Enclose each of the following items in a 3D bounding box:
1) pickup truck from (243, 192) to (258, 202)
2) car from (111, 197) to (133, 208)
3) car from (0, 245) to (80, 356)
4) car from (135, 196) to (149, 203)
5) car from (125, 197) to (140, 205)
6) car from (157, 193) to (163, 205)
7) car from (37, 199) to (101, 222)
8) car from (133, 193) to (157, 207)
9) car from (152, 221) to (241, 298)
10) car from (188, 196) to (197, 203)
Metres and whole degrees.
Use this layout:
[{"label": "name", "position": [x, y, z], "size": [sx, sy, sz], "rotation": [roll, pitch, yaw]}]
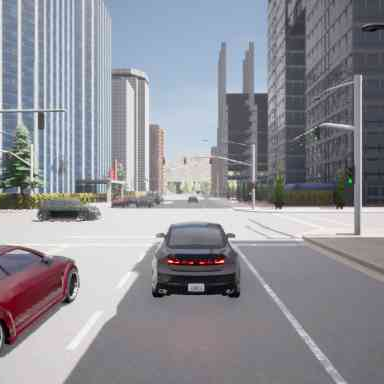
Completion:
[{"label": "pickup truck", "position": [13.272, 1.059, 72.747], "size": [2.390, 2.098, 6.274], "rotation": [0, 0, 31]}, {"label": "car", "position": [-10.482, 1.478, 48.873], "size": [1.882, 1.535, 5.008], "rotation": [0, 0, 0]}, {"label": "car", "position": [-3.427, 1.564, 5.565], "size": [1.994, 1.385, 4.181], "rotation": [0, 0, 1]}, {"label": "car", "position": [-10.357, 1.525, 69.018], "size": [2.128, 1.511, 4.902], "rotation": [0, 0, 0]}, {"label": "car", "position": [-10.451, 1.564, 58.857], "size": [1.994, 1.385, 4.181], "rotation": [0, 0, 0]}, {"label": "car", "position": [-6.947, 1.220, 59.512], "size": [2.150, 2.045, 5.566], "rotation": [0, 0, 1]}, {"label": "car", "position": [-9.478, 1.352, 25.918], "size": [4.553, 1.767, 2.097], "rotation": [0, 0, 1]}, {"label": "car", "position": [-6.980, 1.352, 49.674], "size": [2.097, 1.767, 4.553], "rotation": [0, 0, 0]}, {"label": "car", "position": [0.095, 1.505, 8.523], "size": [1.837, 1.490, 4.892], "rotation": [0, 0, 0]}, {"label": "car", "position": [0.150, 1.524, 71.432], "size": [1.812, 1.442, 4.674], "rotation": [0, 0, 0]}]
